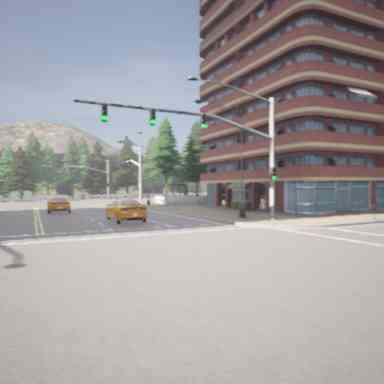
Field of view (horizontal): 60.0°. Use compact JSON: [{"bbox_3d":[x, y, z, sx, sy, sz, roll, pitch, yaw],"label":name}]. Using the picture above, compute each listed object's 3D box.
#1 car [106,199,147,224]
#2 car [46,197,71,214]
[{"bbox_3d":[-4.570,1.224,22.670,1.882,1.535,5.008,-1,1,-26],"label":"car"},{"bbox_3d":[-12.654,1.175,31.475,1.882,1.535,5.008,-1,1,-26],"label":"car"}]
